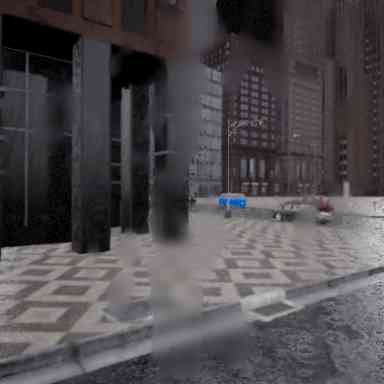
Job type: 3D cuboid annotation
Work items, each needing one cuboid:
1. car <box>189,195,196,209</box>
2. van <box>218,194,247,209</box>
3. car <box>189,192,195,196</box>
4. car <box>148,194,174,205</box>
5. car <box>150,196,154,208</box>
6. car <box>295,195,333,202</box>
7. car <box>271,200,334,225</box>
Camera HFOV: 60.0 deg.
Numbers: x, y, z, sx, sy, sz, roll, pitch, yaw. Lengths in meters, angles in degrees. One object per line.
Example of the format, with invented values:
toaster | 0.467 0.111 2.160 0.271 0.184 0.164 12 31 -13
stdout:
car | -1.968 1.260 36.408 1.887 1.381 4.507 1 0 -35
van | 4.986 1.105 41.345 1.690 1.788 3.998 1 0 -35
car | -1.346 0.940 50.241 2.192 1.841 5.009 1 0 -35
car | -4.824 1.107 50.578 1.812 1.442 4.674 0 1 -35
car | -5.134 1.195 40.855 2.008 1.369 4.403 1 0 -35
car | 11.319 1.226 32.449 2.192 1.841 5.009 1 0 -35
car | 7.529 1.489 23.066 2.008 1.369 4.403 1 0 -35
